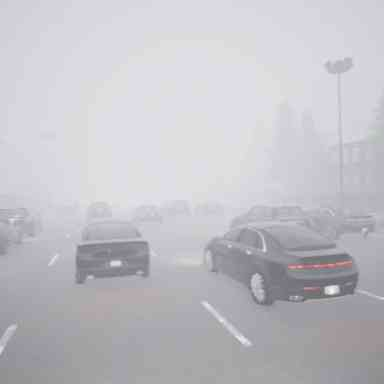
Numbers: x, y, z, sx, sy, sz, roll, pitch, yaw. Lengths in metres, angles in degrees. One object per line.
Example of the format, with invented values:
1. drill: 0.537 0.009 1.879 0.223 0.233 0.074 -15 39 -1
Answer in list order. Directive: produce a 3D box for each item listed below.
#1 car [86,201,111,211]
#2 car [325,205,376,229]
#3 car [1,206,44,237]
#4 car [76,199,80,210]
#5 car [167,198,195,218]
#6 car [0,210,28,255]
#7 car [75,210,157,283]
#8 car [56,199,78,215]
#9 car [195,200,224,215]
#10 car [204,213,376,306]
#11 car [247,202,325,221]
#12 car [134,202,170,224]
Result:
1. car: -8.338 1.614 29.839 2.097 1.767 4.553 -1 0 -17
2. car: 6.620 1.401 16.383 2.128 1.511 4.902 -1 0 -17
3. car: -10.154 1.621 19.636 2.097 1.767 4.553 -1 0 -17
4. car: -18.879 1.901 52.660 2.097 1.767 4.553 -1 0 -17
5. car: -1.631 1.479 31.834 2.097 1.767 4.553 -1 0 -17
6. car: -8.448 1.744 13.913 1.812 1.442 4.674 -1 0 -17
7. car: -2.506 1.560 10.237 1.882 1.535 5.008 -1 0 -17
8. car: -15.090 1.958 39.964 1.812 1.442 4.674 -1 0 -17
9. car: 1.651 1.554 33.089 2.128 1.511 4.902 -1 0 -17
10. car: 1.766 1.492 8.156 1.837 1.490 4.892 -1 0 -17
11. car: 3.414 1.324 14.873 2.097 1.767 4.553 -1 0 -17
12. car: -3.520 1.697 25.928 2.033 1.411 5.357 -1 0 -17
